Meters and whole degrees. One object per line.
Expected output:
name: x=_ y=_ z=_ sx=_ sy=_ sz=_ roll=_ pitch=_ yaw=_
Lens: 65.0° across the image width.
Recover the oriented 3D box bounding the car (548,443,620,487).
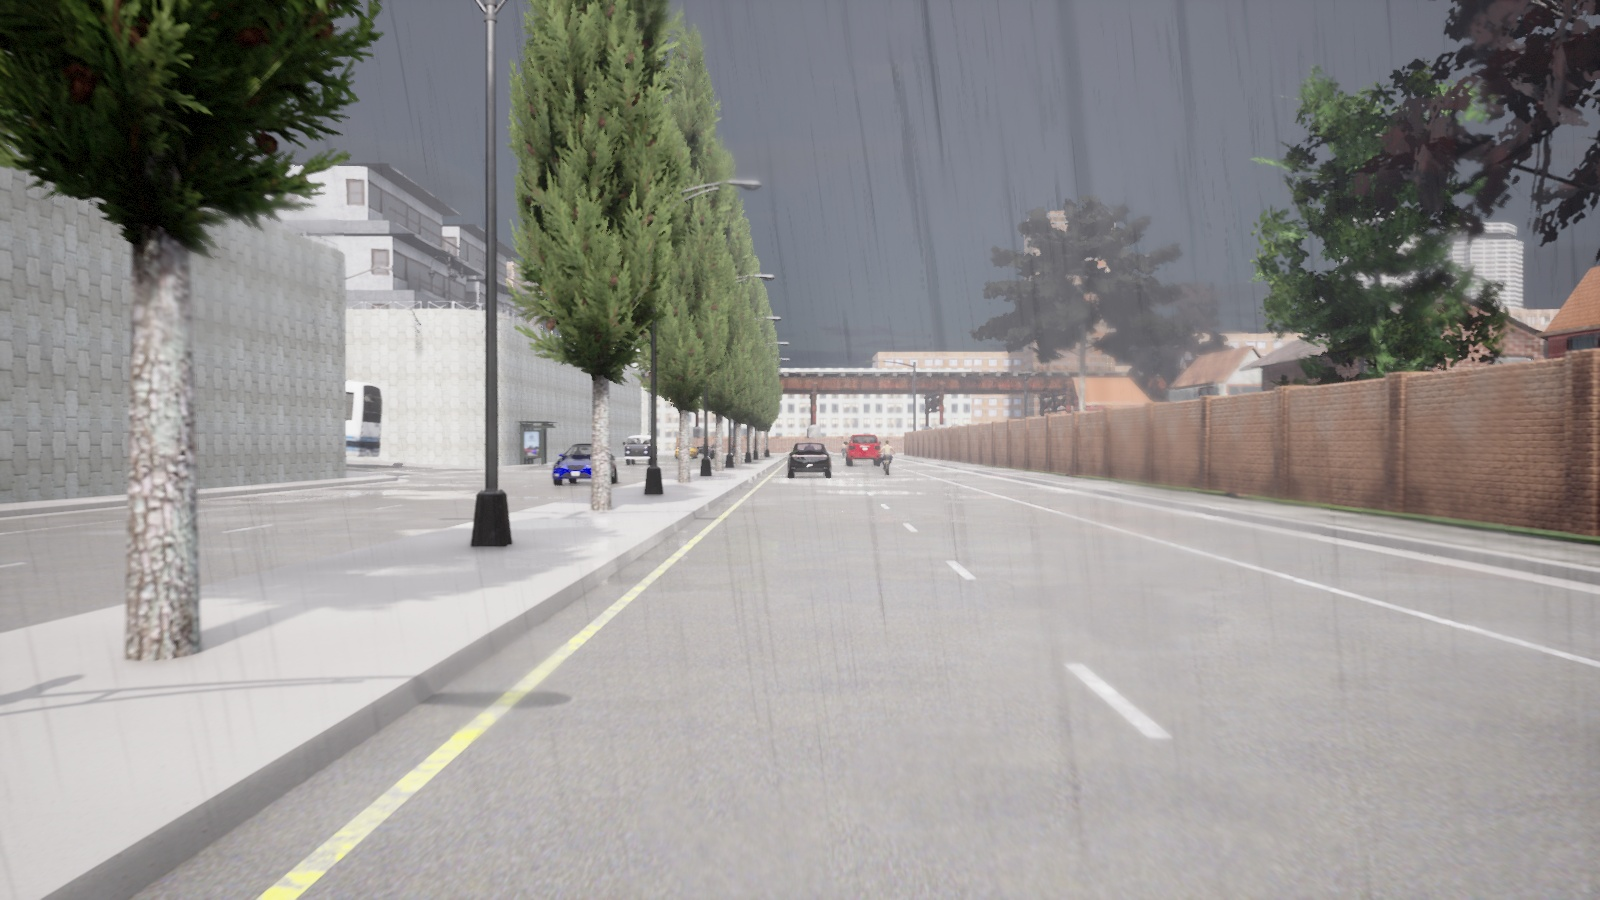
car: x=-7.666 y=0.502 z=44.830 sx=1.816 sy=1.474 sz=4.193 roll=0 pitch=0 yaw=0

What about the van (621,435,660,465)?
van: x=-10.873 y=-0.021 z=85.706 sx=2.069 sy=2.038 sz=4.480 roll=0 pitch=0 yaw=1

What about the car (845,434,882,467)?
car: x=4.096 y=0.010 z=81.545 sx=2.150 sy=2.045 sz=5.566 roll=0 pitch=0 yaw=0

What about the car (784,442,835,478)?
car: x=0.401 y=0.398 z=54.259 sx=2.128 sy=1.511 sz=4.902 roll=0 pitch=0 yaw=0

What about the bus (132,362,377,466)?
bus: x=-27.186 y=-1.740 z=63.026 sx=10.273 sy=4.253 sz=3.944 roll=5 pitch=-1 yaw=1
